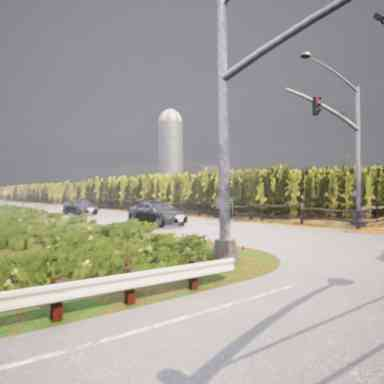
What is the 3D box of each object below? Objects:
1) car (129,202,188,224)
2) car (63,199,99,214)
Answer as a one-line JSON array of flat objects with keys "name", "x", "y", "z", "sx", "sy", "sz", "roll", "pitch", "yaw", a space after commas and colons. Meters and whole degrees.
[{"name": "car", "x": -2.240, "y": 1.374, "z": 21.113, "sx": 2.128, "sy": 1.511, "sz": 4.902, "roll": -1, "pitch": 1, "yaw": -40}, {"name": "car", "x": -10.277, "y": 1.387, "z": 30.549, "sx": 2.128, "sy": 1.511, "sz": 4.902, "roll": -1, "pitch": 1, "yaw": -40}]
